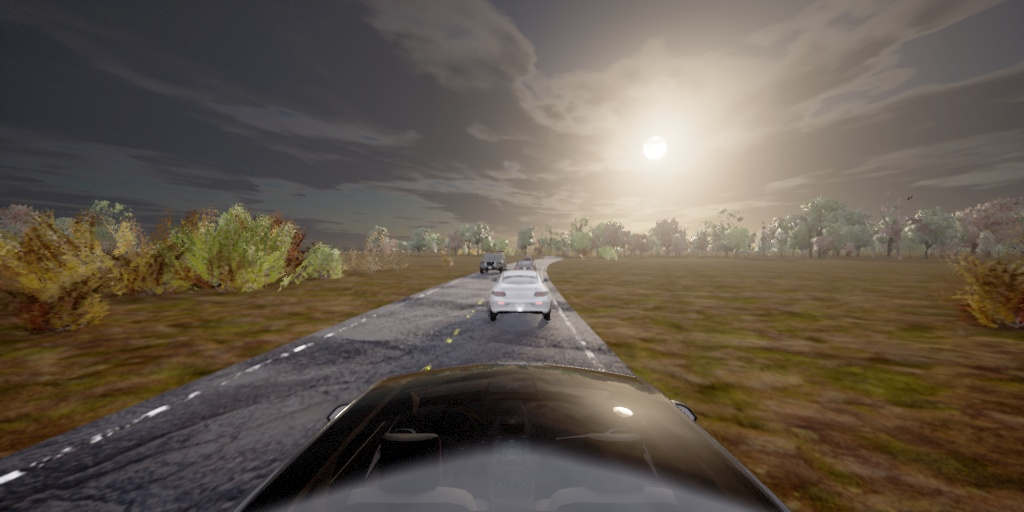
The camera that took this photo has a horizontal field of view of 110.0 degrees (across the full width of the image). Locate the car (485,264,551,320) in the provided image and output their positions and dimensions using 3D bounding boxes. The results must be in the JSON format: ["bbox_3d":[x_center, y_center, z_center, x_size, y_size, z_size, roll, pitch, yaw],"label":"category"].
[{"bbox_3d":[0.283,1.176,12.083,1.812,1.442,4.674,0,1,2],"label":"car"}]

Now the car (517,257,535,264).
[{"bbox_3d":[1.209,1.018,30.942,2.033,1.411,5.357,0,1,4],"label":"car"}]

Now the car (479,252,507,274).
[{"bbox_3d":[-1.718,0.655,34.558,2.150,2.045,5.566,0,1,5],"label":"car"}]
